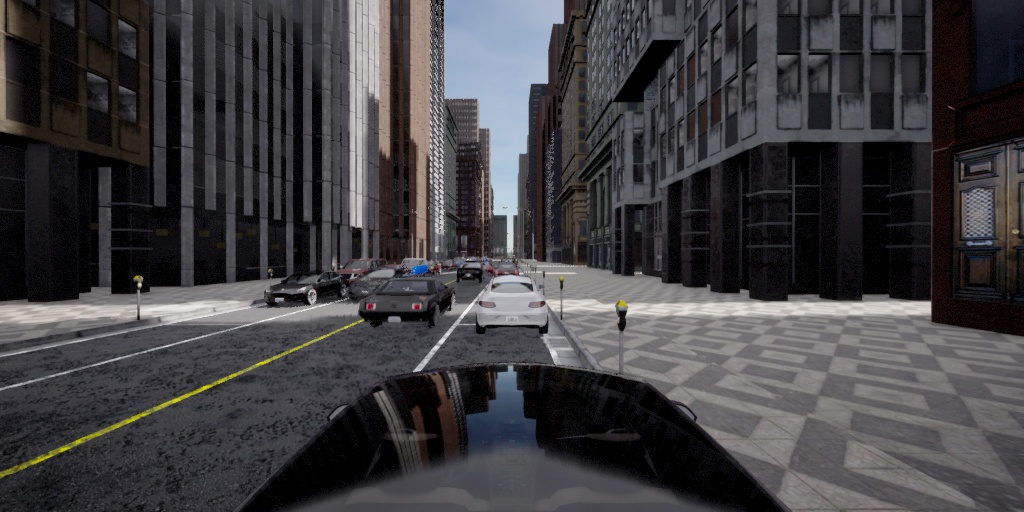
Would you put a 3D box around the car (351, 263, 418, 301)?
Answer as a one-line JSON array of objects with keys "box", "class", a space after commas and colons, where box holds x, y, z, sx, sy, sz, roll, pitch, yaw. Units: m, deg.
[{"box": [-6.246, 1.275, 17.570, 1.812, 1.442, 4.674, 0, 0, 0], "class": "car"}]

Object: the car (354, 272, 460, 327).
[{"box": [-3.046, 1.350, 11.547, 1.895, 1.301, 4.718, 0, 0, 0], "class": "car"}]

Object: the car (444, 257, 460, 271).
[{"box": [-8.908, 1.188, 49.741, 1.967, 1.591, 4.097, 0, 0, 0], "class": "car"}]

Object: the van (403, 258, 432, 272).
[{"box": [-8.908, 1.089, 32.830, 1.690, 1.789, 3.998, 0, 0, 0], "class": "van"}]

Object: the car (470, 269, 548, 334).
[{"box": [0.003, 1.275, 10.501, 1.812, 1.442, 4.674, 0, 0, 0], "class": "car"}]

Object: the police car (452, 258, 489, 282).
[{"box": [-3.146, 1.173, 28.431, 1.930, 1.638, 5.238, 0, 0, 0], "class": "police car"}]

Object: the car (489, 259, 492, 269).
[{"box": [-3.046, 1.312, 41.667, 1.994, 1.385, 4.181, 0, 0, 0], "class": "car"}]

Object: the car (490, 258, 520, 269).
[{"box": [-0.383, 1.188, 27.203, 1.967, 1.591, 4.097, 0, 0, 0], "class": "car"}]

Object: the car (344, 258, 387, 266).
[{"box": [-8.908, 1.064, 21.556, 2.192, 1.841, 5.009, 0, 0, 0], "class": "car"}]

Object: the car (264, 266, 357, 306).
[{"box": [-8.908, 1.315, 15.920, 1.948, 1.339, 4.313, 0, 0, 0], "class": "car"}]

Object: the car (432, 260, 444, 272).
[{"box": [-8.908, 1.188, 38.467, 1.967, 1.591, 4.097, 0, 0, 0], "class": "car"}]

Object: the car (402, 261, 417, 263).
[{"box": [-8.908, 1.294, 27.194, 1.888, 1.381, 4.507, 0, 0, 0], "class": "car"}]
